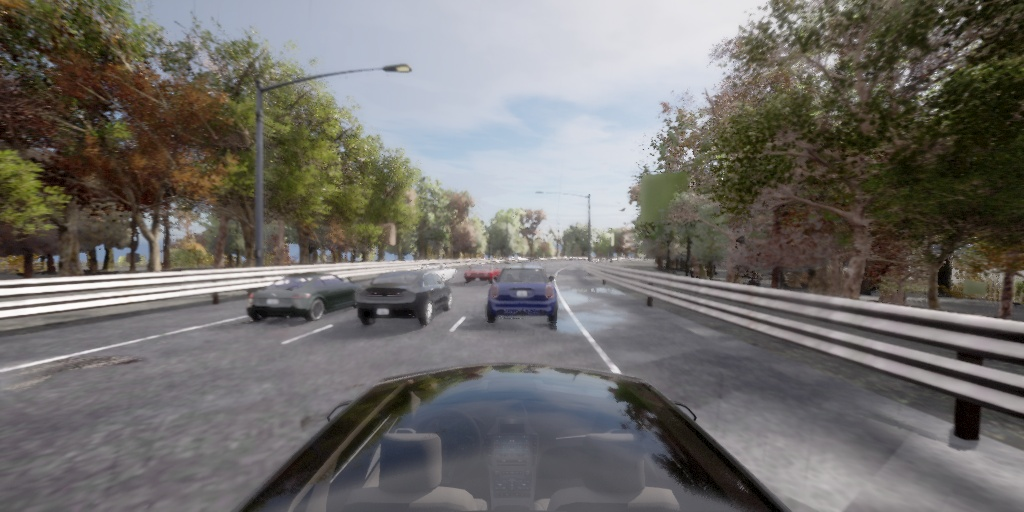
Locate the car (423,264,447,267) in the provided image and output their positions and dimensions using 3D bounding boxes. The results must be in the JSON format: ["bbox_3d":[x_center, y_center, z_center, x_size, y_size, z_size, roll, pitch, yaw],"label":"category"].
[{"bbox_3d":[-5.555,1.249,26.455,1.895,1.301,4.718,0,0,6],"label":"car"}]

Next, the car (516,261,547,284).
[{"bbox_3d":[1.592,1.172,27.318,2.128,1.511,4.902,0,0,7],"label":"car"}]

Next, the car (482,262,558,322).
[{"bbox_3d":[0.397,1.072,12.275,2.097,1.767,4.553,0,0,3],"label":"car"}]

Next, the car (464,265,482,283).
[{"bbox_3d":[-2.064,1.267,26.195,1.895,1.301,4.718,0,0,6],"label":"car"}]

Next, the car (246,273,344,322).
[{"bbox_3d":[-6.623,1.260,12.101,1.994,1.385,4.181,0,0,3],"label":"car"}]

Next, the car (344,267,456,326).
[{"bbox_3d":[-3.153,1.211,11.420,1.837,1.490,4.892,0,-1,2],"label":"car"}]
